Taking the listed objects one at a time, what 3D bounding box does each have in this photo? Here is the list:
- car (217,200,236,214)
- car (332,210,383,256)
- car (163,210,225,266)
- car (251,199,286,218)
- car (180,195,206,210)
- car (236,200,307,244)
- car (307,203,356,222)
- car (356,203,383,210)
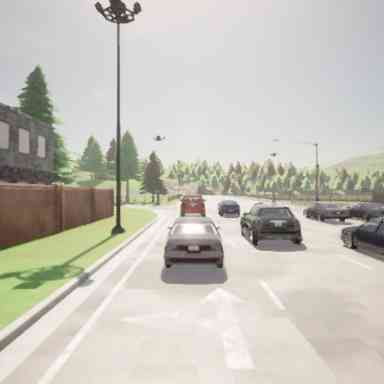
[{"bbox_3d":[3.585,1.502,32.913,1.882,1.535,5.008,0,0,0],"label":"car"},{"bbox_3d":[7.065,1.557,11.465,2.033,1.411,5.357,0,0,0],"label":"car"},{"bbox_3d":[0.066,1.556,11.468,2.033,1.411,5.357,0,0,0],"label":"car"},{"bbox_3d":[7.081,1.515,31.347,2.128,1.511,4.902,0,0,0],"label":"car"},{"bbox_3d":[0.081,1.243,30.407,2.150,2.045,5.566,0,0,0],"label":"car"},{"bbox_3d":[3.582,1.364,15.887,2.097,1.767,4.553,0,0,0],"label":"car"},{"bbox_3d":[10.562,1.568,26.461,2.033,1.411,5.357,0,0,0],"label":"car"},{"bbox_3d":[14.060,1.568,26.478,2.033,1.411,5.357,0,0,0],"label":"car"}]
